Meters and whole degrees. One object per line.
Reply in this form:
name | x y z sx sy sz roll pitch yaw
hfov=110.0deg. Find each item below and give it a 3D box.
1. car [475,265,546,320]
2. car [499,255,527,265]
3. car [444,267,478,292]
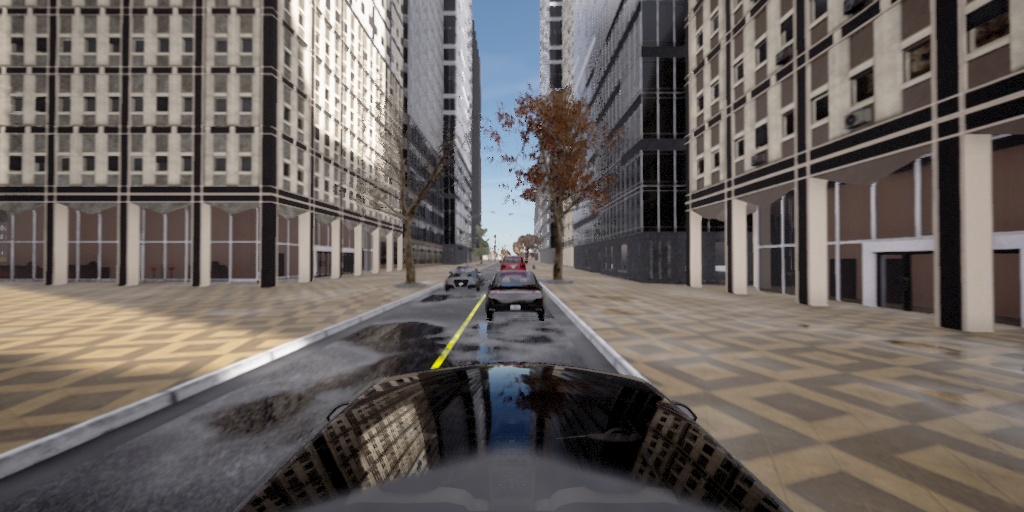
car | 0.102 1.242 12.588 2.128 1.511 4.902 0 0 0
car | 0.104 0.975 30.917 2.150 2.045 5.566 0 0 0
car | -2.747 1.328 21.370 1.994 1.385 4.181 0 0 0
